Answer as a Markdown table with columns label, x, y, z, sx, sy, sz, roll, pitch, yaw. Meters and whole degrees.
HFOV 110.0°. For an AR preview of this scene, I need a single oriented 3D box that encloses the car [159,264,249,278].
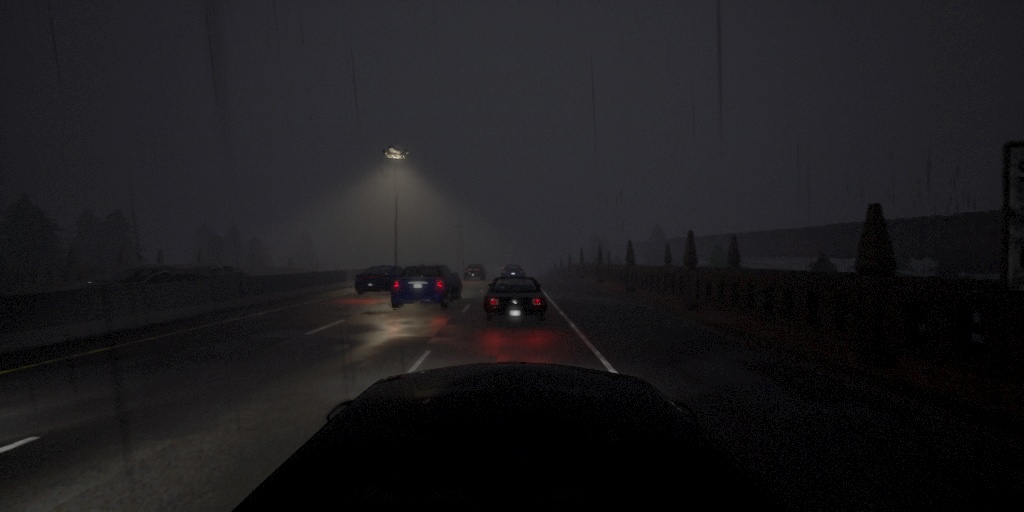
| label | x | y | z | sx | sy | sz | roll | pitch | yaw |
| --- | --- | --- | --- | --- | --- | --- | --- | --- | --- |
| car | -17.599 | 1.258 | 20.706 | 1.837 | 1.490 | 4.892 | 0 | 0 | 0 |

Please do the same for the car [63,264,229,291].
| label | x | y | z | sx | sy | sz | roll | pitch | yaw |
| --- | --- | --- | --- | --- | --- | --- | --- | --- | --- |
| car | -14.100 | 1.245 | 13.892 | 2.128 | 1.511 | 4.902 | 0 | 0 | 0 |

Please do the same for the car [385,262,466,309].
| label | x | y | z | sx | sy | sz | roll | pitch | yaw |
| --- | --- | --- | --- | --- | --- | --- | --- | --- | --- |
| car | -3.401 | 1.106 | 15.064 | 2.097 | 1.767 | 4.553 | 0 | 0 | 0 |

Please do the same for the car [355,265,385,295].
| label | x | y | z | sx | sy | sz | roll | pitch | yaw |
| --- | --- | --- | --- | --- | --- | --- | --- | --- | --- |
| car | -6.901 | 1.234 | 19.926 | 1.882 | 1.535 | 5.008 | 0 | 0 | 0 |

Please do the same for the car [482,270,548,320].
| label | x | y | z | sx | sy | sz | roll | pitch | yaw |
| --- | --- | --- | --- | --- | --- | --- | --- | --- | --- |
| car | 0.099 | 1.355 | 12.557 | 1.895 | 1.301 | 4.718 | 0 | 0 | 0 |

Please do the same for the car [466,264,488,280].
| label | x | y | z | sx | sy | sz | roll | pitch | yaw |
| --- | --- | --- | --- | --- | --- | --- | --- | --- | --- |
| car | -3.402 | 1.489 | 33.837 | 1.837 | 1.490 | 4.892 | 0 | -2 | 0 |

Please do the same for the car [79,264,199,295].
| label | x | y | z | sx | sy | sz | roll | pitch | yaw |
| --- | --- | --- | --- | --- | --- | --- | --- | --- | --- |
| car | -21.099 | 1.258 | 20.665 | 1.837 | 1.490 | 4.892 | 0 | 0 | 0 |

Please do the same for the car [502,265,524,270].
| label | x | y | z | sx | sy | sz | roll | pitch | yaw |
| --- | --- | --- | --- | --- | --- | --- | --- | --- | --- |
| car | 0.099 | 1.419 | 30.025 | 1.994 | 1.385 | 4.181 | 0 | -1 | 0 |
